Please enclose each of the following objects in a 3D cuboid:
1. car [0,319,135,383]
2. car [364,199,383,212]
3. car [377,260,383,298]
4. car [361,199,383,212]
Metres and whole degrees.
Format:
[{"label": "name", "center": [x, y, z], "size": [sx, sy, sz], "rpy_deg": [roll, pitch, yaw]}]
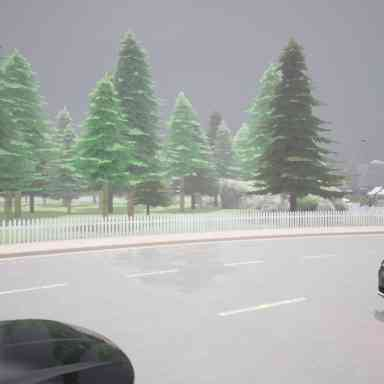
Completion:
[{"label": "car", "center": [-2.678, 1.478, 1.653], "size": [5.008, 1.535, 1.882], "rpy_deg": [0, 0, -36]}, {"label": "car", "center": [19.910, 1.619, 36.072], "size": [1.994, 1.385, 4.181], "rpy_deg": [0, 0, -3]}, {"label": "car", "center": [5.680, 1.492, 6.134], "size": [4.902, 1.511, 2.128], "rpy_deg": [0, 0, -23]}, {"label": "car", "center": [23.111, 1.581, 41.123], "size": [1.812, 1.442, 4.674], "rpy_deg": [0, 0, -3]}]
